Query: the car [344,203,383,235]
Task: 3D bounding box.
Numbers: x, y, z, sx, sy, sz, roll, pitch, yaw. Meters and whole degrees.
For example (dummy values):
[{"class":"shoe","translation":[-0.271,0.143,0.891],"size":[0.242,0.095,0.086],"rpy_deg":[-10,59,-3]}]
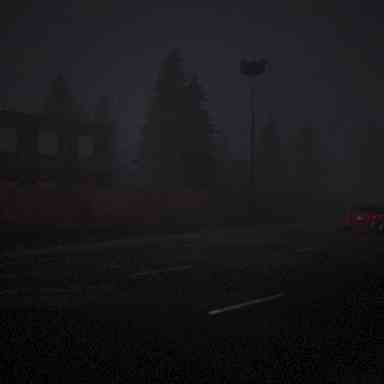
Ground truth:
[{"class":"car","translation":[11.410,1.551,20.471],"size":[4.553,1.767,2.097],"rpy_deg":[1,0,-35]}]
